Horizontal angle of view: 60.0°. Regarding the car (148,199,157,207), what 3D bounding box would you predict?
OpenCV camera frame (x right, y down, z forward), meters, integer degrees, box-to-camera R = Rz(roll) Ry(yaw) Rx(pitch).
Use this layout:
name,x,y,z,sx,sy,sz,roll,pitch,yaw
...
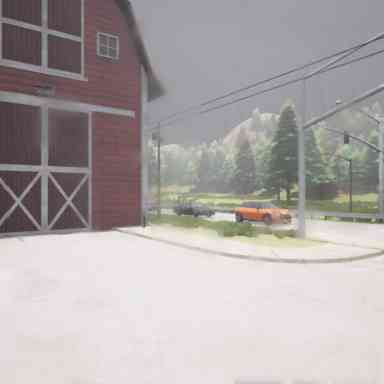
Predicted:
name,x,y,z,sx,sy,sz,roll,pitch,yaw
car,-5.559,1.836,41.674,1.994,1.385,4.181,0,0,-35

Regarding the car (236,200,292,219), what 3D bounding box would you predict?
name,x,y,z,sx,sy,sz,roll,pitch,yaw
car,5.438,1.521,25.599,2.097,1.767,4.553,0,0,-34

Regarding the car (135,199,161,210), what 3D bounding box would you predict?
name,x,y,z,sx,sy,sz,roll,pitch,yaw
car,-6.605,1.843,49.579,1.812,1.442,4.674,0,0,-34

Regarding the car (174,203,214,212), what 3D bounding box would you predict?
name,x,y,z,sx,sy,sz,roll,pitch,yaw
car,0.061,1.767,33.457,2.033,1.411,5.357,0,0,-34
